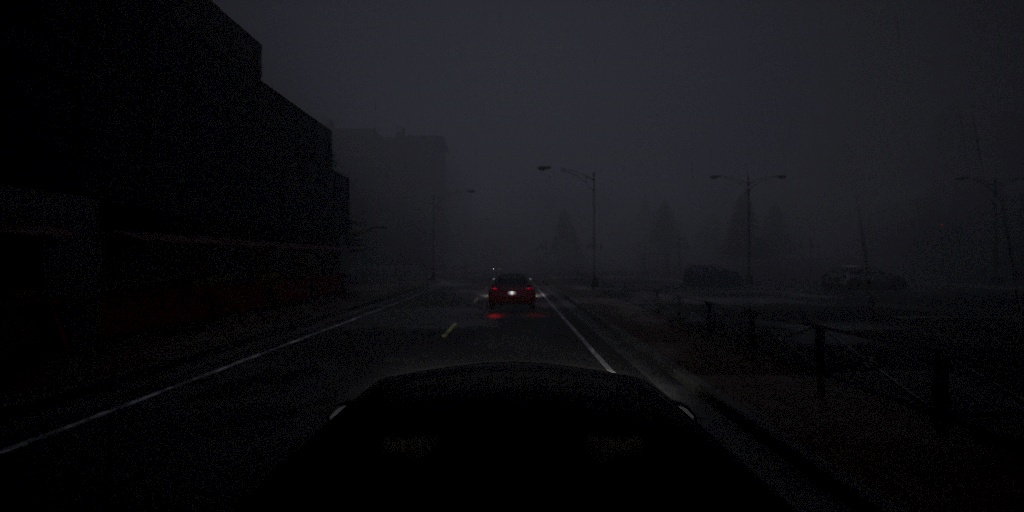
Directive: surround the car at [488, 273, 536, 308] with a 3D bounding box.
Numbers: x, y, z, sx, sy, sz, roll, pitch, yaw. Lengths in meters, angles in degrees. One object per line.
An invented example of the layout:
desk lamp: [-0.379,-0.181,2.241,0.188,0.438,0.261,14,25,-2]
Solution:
car: [0.004,1.450,16.199,1.994,1.385,4.181,0,0,0]
